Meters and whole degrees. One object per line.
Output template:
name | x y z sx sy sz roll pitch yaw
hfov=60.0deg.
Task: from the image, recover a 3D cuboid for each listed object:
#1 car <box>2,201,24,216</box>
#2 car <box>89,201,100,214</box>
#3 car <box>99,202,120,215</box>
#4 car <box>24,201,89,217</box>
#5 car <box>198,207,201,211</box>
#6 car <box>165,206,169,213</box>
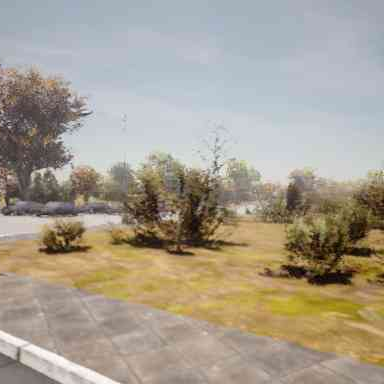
car | -16.028 1.560 32.136 1.994 1.385 4.181 1 -2 23
car | -12.253 1.948 41.491 1.837 1.490 4.892 1 -2 22
car | -8.850 2.078 40.590 1.994 1.385 4.181 1 -2 22
car | -12.579 1.616 31.364 2.033 1.411 5.357 1 -2 22
car | 2.496 3.164 58.822 1.895 1.301 4.718 1 -2 22
car | -5.053 2.513 49.877 1.812 1.442 4.674 1 -2 22
